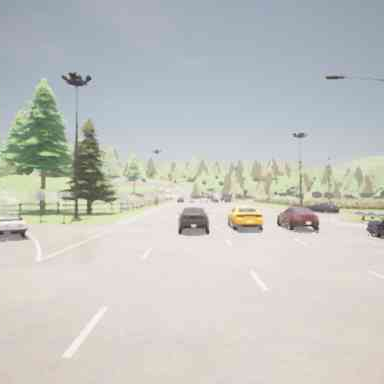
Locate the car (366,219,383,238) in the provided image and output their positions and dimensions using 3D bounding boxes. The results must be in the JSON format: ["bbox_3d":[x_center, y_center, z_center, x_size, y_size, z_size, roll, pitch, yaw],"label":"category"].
[{"bbox_3d":[10.603,1.713,16.046,2.033,1.411,5.357,0,-1,0],"label":"car"}]

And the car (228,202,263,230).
[{"bbox_3d":[3.604,1.715,23.114,1.882,1.535,5.008,0,-1,0],"label":"car"}]

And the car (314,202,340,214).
[{"bbox_3d":[16.435,1.996,42.144,1.994,1.385,4.181,0,-1,-37],"label":"car"}]

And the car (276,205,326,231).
[{"bbox_3d":[7.105,1.757,22.571,1.812,1.442,4.674,0,-1,0],"label":"car"}]

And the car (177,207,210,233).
[{"bbox_3d":[0.104,1.726,21.554,1.837,1.490,4.892,0,-1,0],"label":"car"}]

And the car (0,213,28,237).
[{"bbox_3d":[-10.540,1.791,18.568,1.895,1.301,4.718,0,-1,-35],"label":"car"}]
